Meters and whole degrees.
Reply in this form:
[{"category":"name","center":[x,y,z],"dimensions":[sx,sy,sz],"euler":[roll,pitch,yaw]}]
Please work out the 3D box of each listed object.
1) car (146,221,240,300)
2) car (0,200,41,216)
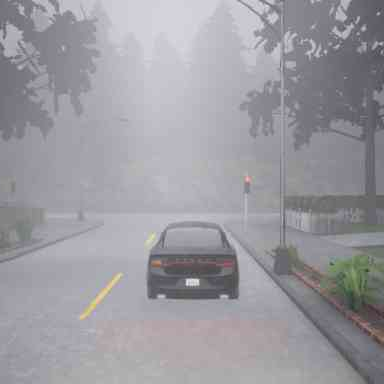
[{"category":"car","center":[0.040,1.478,8.481],"dimensions":[1.882,1.535,5.008],"euler":[0,0,1]},{"category":"car","center":[-15.989,1.504,30.040],"dimensions":[4.892,1.490,1.837],"euler":[0,0,0]}]
